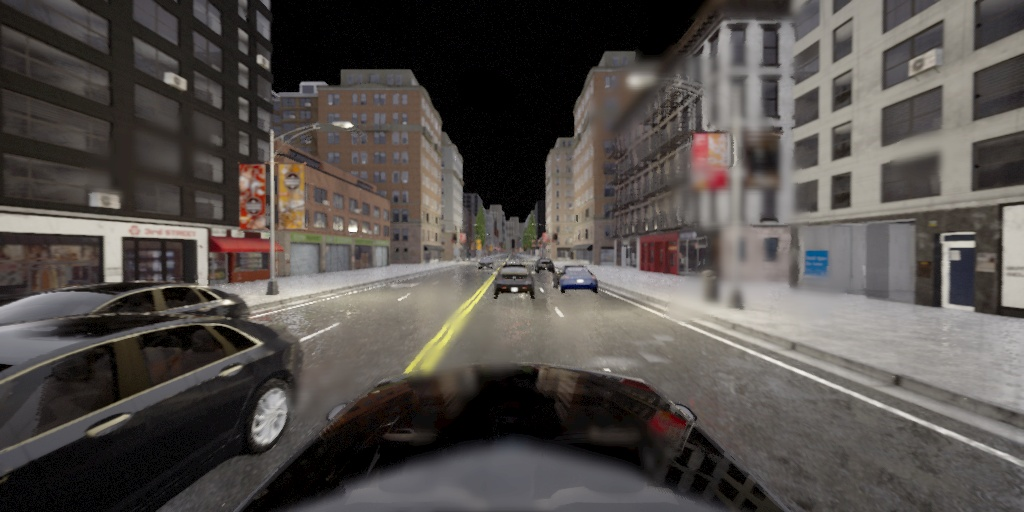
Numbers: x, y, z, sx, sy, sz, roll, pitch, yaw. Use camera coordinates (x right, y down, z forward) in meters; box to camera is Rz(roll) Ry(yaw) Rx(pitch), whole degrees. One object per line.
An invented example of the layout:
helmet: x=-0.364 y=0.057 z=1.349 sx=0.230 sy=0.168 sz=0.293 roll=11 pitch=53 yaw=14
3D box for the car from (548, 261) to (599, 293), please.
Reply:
car: x=3.357 y=1.179 z=19.618 sx=1.994 sy=1.385 sz=4.181 roll=0 pitch=0 yaw=0

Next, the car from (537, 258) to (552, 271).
car: x=3.363 y=0.984 z=37.716 sx=1.837 sy=1.490 sz=4.892 roll=0 pitch=0 yaw=0

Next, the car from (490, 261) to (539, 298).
car: x=0.105 y=1.136 z=17.390 sx=1.837 sy=1.490 sz=4.892 roll=0 pitch=0 yaw=0

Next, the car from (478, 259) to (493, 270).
car: x=-3.234 y=1.021 z=45.416 sx=2.033 sy=1.411 sz=5.357 roll=0 pitch=0 yaw=0

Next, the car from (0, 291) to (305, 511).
car: x=-3.350 y=1.250 z=2.258 sx=1.837 sy=1.490 sz=4.892 roll=0 pitch=0 yaw=0

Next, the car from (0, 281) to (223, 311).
car: x=-6.599 y=1.223 z=5.760 sx=1.837 sy=1.490 sz=4.892 roll=0 pitch=0 yaw=0
